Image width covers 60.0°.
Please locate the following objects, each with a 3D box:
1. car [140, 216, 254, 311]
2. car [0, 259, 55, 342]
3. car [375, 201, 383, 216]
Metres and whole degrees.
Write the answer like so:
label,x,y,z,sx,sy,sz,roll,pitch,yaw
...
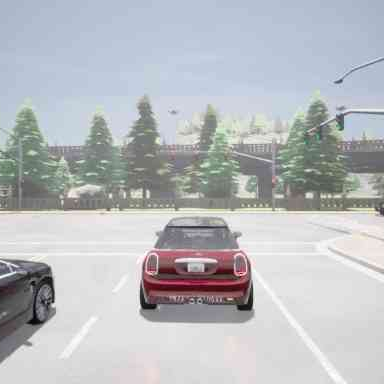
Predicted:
label,x,y,z,sx,sy,sz,roll,pitch,yaw
car,0.148,1.352,7.968,2.097,1.767,4.553,0,0,2
car,-3.432,1.492,4.217,2.128,1.511,4.902,0,0,0
car,19.473,1.166,29.666,5.566,2.045,2.150,0,0,1
